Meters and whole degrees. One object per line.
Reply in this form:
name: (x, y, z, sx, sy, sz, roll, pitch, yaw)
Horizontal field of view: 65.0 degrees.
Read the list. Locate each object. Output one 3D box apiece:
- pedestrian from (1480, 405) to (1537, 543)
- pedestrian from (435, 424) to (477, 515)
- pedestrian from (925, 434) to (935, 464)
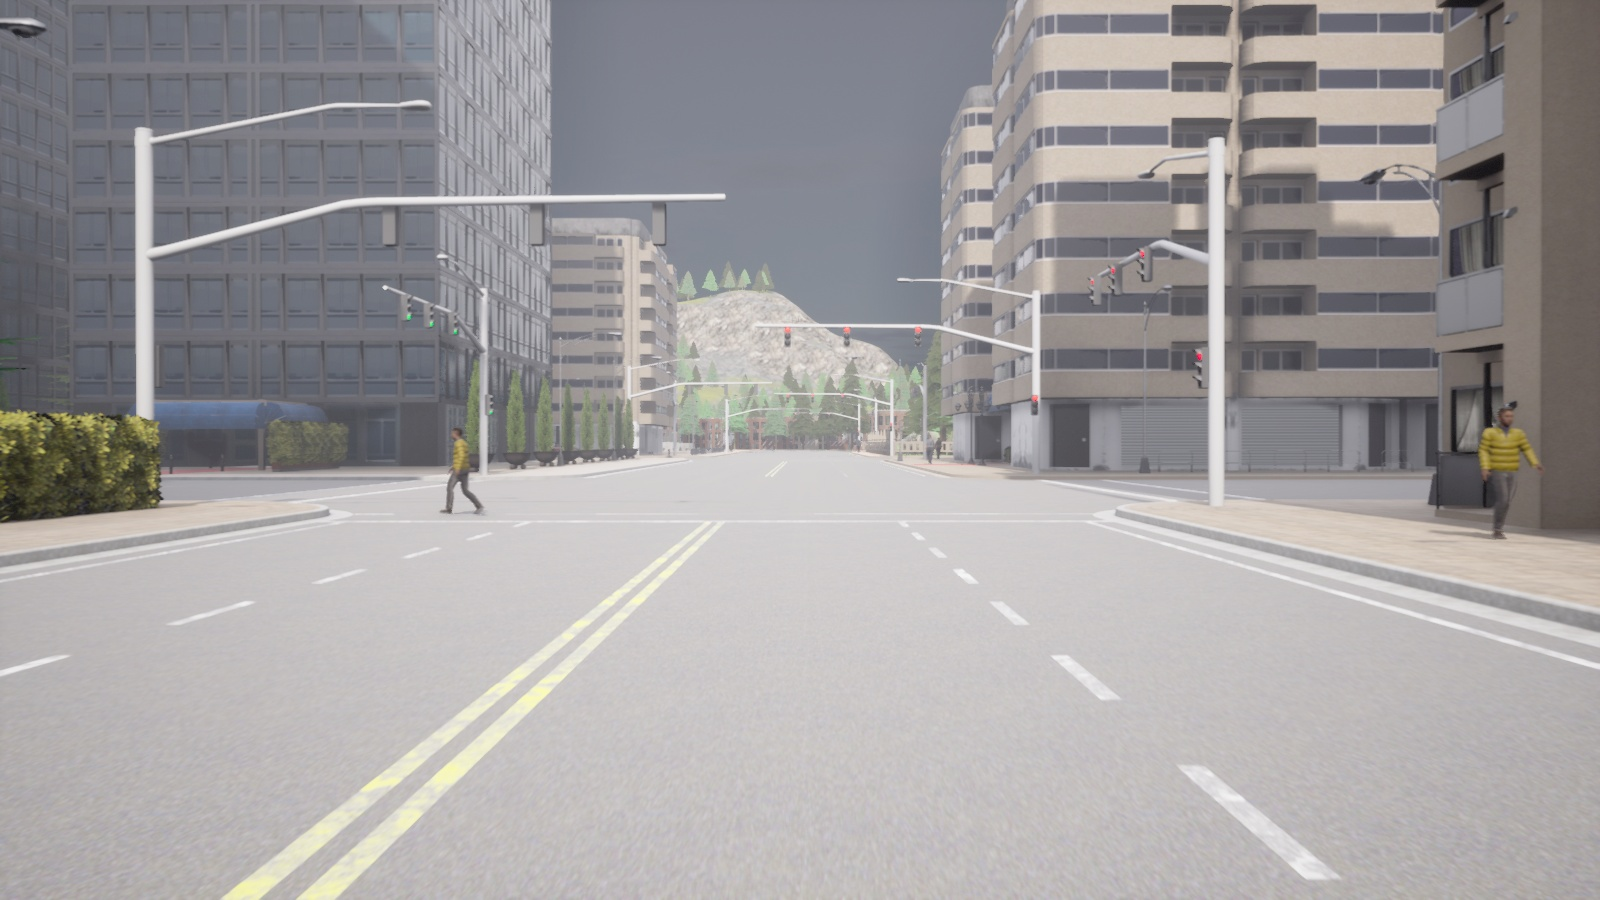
pedestrian: (9.629, 0.317, 17.084, 0.431, 1.840, 0.709, 0, 0, 7)
pedestrian: (-7.034, 0.384, 25.663, 0.709, 1.840, 0.431, 0, 0, 7)
pedestrian: (8.057, -0.042, 77.640, 0.540, 1.848, 0.694, 0, 0, 1)
